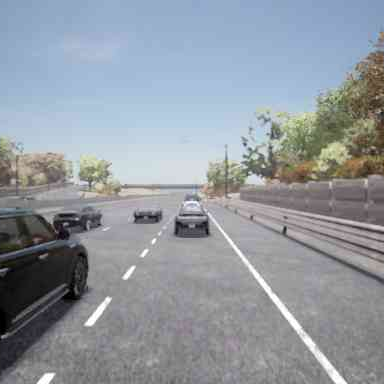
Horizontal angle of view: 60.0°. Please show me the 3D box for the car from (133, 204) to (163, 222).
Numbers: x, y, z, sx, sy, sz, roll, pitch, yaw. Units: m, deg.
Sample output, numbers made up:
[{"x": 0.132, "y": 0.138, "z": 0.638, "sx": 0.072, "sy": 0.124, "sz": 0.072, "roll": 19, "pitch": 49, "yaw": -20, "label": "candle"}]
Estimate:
[{"x": -3.406, "y": 1.628, "z": 26.693, "sx": 1.895, "sy": 1.301, "sz": 4.718, "roll": 0, "pitch": 0, "yaw": 0, "label": "car"}]

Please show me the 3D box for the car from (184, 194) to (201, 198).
[{"x": -0.012, "y": 1.305, "z": 48.584, "sx": 2.150, "sy": 2.045, "sz": 5.566, "roll": 0, "pitch": 0, "yaw": 0, "label": "car"}]

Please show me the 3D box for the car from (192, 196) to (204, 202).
[{"x": 1.557, "y": 1.793, "z": 85.100, "sx": 2.033, "sy": 1.411, "sz": 5.357, "roll": 0, "pitch": -1, "yaw": 11, "label": "car"}]

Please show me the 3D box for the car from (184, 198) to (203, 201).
[{"x": -0.009, "y": 1.560, "z": 30.350, "sx": 1.812, "sy": 1.442, "sz": 4.674, "roll": 0, "pitch": 0, "yaw": 0, "label": "car"}]

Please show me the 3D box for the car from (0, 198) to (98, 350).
[{"x": -3.400, "y": 1.223, "z": 5.201, "sx": 2.150, "sy": 2.045, "sz": 5.566, "roll": 0, "pitch": 0, "yaw": 0, "label": "car"}]

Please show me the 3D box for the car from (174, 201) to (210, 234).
[{"x": -0.005, "y": 1.507, "z": 19.276, "sx": 2.128, "sy": 1.511, "sz": 4.902, "roll": 0, "pitch": 0, "yaw": 0, "label": "car"}]

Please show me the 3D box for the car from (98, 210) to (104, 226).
[{"x": -6.905, "y": 1.522, "z": 20.676, "sx": 1.837, "sy": 1.490, "sz": 4.892, "roll": 0, "pitch": 0, "yaw": 0, "label": "car"}]
